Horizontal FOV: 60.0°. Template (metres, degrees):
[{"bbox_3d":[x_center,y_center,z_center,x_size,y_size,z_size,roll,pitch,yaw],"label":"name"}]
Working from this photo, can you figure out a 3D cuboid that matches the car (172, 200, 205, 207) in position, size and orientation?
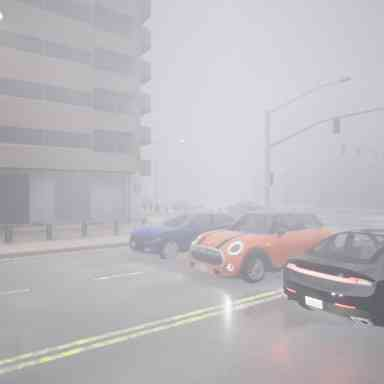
[{"bbox_3d":[-0.403,1.545,39.148,1.895,1.301,4.718,0,0,-35],"label":"car"}]

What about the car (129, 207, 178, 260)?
[{"bbox_3d":[0.088,1.477,12.598,5.008,1.535,1.882,0,0,-35],"label":"car"}]

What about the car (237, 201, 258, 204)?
[{"bbox_3d":[5.494,1.545,30.774,1.895,1.301,4.718,0,0,-35],"label":"car"}]

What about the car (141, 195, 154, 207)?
[{"bbox_3d":[-7.468,1.296,49.405,2.097,1.767,4.553,0,0,-34],"label":"car"}]

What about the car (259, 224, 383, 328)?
[{"bbox_3d":[3.876,1.492,6.511,4.902,1.511,2.128,0,0,-35],"label":"car"}]

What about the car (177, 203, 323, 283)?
[{"bbox_3d":[2.129,1.352,9.754,4.553,1.767,2.097,0,0,-35],"label":"car"}]
